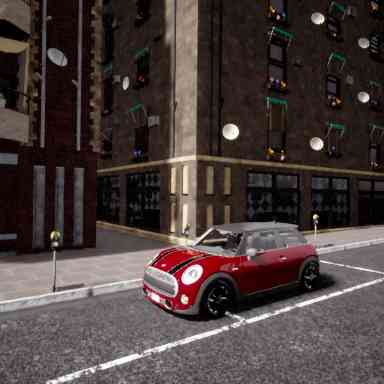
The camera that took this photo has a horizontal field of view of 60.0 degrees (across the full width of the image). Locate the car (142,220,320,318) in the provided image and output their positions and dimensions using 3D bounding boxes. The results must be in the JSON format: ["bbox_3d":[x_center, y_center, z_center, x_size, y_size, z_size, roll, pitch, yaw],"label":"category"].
[{"bbox_3d":[0.944,1.442,7.358,4.097,1.590,1.967,0,1,-35],"label":"car"}]
